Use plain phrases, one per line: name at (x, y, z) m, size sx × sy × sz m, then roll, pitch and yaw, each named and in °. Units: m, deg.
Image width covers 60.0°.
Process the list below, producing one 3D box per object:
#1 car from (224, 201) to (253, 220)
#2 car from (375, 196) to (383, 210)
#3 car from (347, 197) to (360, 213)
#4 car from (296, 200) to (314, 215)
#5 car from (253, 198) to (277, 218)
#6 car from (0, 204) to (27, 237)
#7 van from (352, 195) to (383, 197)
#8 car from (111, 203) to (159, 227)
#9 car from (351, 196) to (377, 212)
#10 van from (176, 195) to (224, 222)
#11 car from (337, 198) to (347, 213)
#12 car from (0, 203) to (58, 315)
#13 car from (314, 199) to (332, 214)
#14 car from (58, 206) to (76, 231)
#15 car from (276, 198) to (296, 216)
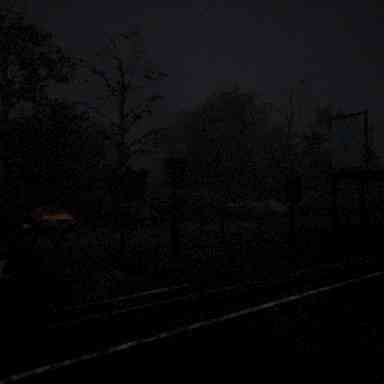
car at (2.586, 1.558, 28.545) m, size 2.002 × 1.452 × 4.674 m, roll 0°, pitch 0°, yaw -36°
car at (20.627, 1.594, 41.492) m, size 2.163 × 1.488 × 4.792 m, roll 0°, pitch 0°, yaw -36°
car at (16.112, 1.581, 38.261) m, size 2.163 × 1.488 × 4.792 m, roll 0°, pitch 0°, yaw -36°
car at (9.339, 1.408, 33.420) m, size 2.185 × 1.767 × 4.553 m, roll 0°, pitch 0°, yaw -36°
car at (4.846, 1.522, 30.160) m, size 2.097 × 1.535 × 5.008 m, roll 0°, pitch 0°, yaw -36°
car at (-10.976, 1.519, 18.883) m, size 2.163 × 1.488 × 4.792 m, roll 0°, pitch 0°, yaw -36°
van at (22.968, 1.346, 42.987) m, size 1.878 × 1.987 × 4.442 m, roll 0°, pitch 0°, yaw -36°
car at (-4.170, 1.533, 23.681) m, size 2.163 × 1.488 × 4.792 m, roll 0°, pitch 0°, yaw -36°
car at (18.493, 1.555, 39.701) m, size 1.946 × 1.575 × 5.366 m, roll 0°, pitch 0°, yaw -36°
van at (0.260, 1.287, 27.029) m, size 1.878 × 1.987 × 4.442 m, roll 0°, pitch 0°, yaw -36°
car at (13.876, 1.546, 36.619) m, size 2.231 × 1.521 × 4.892 m, roll 0°, pitch 0°, yaw -36°
car at (-4.882, 1.235, 7.090) m, size 2.435 × 2.045 × 5.566 m, roll 0°, pitch 0°, yaw -36°
car at (11.612, 1.539, 35.014) m, size 2.097 × 1.535 × 5.008 m, roll 0°, pitch 0°, yaw -36°
car at (-8.594, 1.491, 20.323) m, size 1.946 × 1.575 × 5.366 m, roll 0°, pitch 0°, yaw -36°
car at (7.101, 1.568, 31.777) m, size 2.002 × 1.452 × 4.674 m, roll 0°, pitch 0°, yaw -36°
